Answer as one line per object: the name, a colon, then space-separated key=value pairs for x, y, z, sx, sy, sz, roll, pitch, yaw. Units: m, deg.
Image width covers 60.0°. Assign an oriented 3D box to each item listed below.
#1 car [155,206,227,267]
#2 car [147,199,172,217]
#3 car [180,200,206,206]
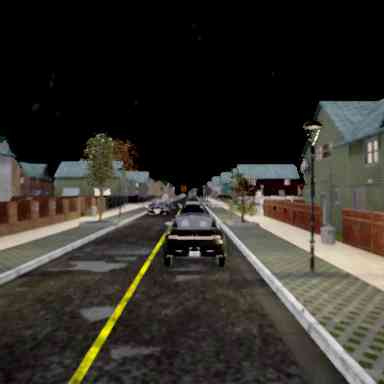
car: x=0.079 y=1.445 z=11.273 sx=2.128 sy=1.511 sz=4.902 roll=0 pitch=0 yaw=0
car: x=-2.836 y=1.400 z=29.716 sx=2.128 sy=1.511 sz=4.902 roll=0 pitch=0 yaw=0
car: x=0.078 y=1.420 z=26.350 sx=1.837 sy=1.490 sz=4.892 roll=0 pitch=0 yaw=0
